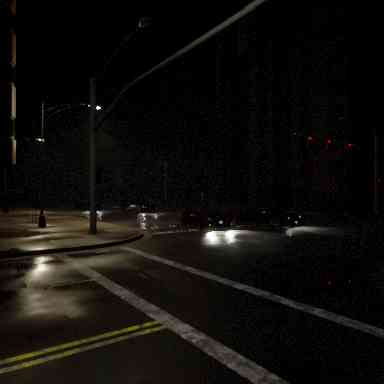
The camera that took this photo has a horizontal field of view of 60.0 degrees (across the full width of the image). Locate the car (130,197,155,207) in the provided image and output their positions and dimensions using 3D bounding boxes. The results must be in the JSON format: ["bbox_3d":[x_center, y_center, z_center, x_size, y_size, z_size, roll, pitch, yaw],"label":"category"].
[{"bbox_3d":[-7.830,1.526,52.079,1.812,1.442,4.674,0,0,-37],"label":"car"}]

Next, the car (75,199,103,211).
[{"bbox_3d":[-12.690,1.548,40.668,2.033,1.411,5.357,0,0,-36],"label":"car"}]

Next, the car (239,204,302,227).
[{"bbox_3d":[4.852,1.547,23.200,2.033,1.411,5.357,0,0,-43],"label":"car"}]

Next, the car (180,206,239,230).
[{"bbox_3d":[0.840,1.564,20.967,1.994,1.385,4.181,0,0,-25],"label":"car"}]

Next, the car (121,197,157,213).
[{"bbox_3d":[-5.720,1.504,37.021,1.837,1.490,4.892,0,0,-36],"label":"car"}]
